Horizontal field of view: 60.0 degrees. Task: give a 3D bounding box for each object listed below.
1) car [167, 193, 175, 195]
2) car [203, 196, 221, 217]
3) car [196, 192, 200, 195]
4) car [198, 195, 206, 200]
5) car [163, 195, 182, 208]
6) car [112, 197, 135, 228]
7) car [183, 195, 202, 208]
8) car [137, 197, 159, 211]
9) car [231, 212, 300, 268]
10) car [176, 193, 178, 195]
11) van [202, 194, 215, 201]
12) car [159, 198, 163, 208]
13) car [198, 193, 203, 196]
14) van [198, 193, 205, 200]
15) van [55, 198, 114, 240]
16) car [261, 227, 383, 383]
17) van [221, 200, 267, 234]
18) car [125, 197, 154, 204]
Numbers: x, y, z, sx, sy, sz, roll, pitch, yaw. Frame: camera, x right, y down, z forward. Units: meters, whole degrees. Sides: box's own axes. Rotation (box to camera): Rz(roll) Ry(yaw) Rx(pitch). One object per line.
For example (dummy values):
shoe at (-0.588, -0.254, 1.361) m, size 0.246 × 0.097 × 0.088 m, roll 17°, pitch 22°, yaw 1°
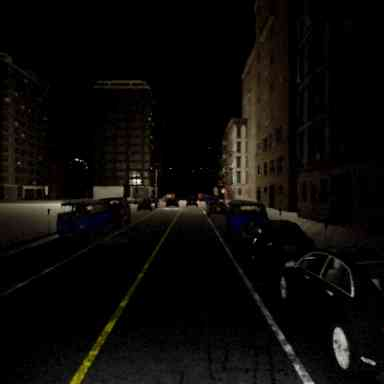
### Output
car at (-5.404, 1.389, 71.983) m, size 1.967 × 1.590 × 4.097 m, roll 0°, pitch 0°, yaw 0°
car at (2.218, 1.440, 30.693) m, size 1.801 × 1.575 × 5.366 m, roll 0°, pitch 0°, yaw 0°
car at (2.620, 1.259, 77.394) m, size 2.192 × 1.841 × 5.009 m, roll 0°, pitch 0°, yaw 0°
car at (2.618, 1.479, 88.214) m, size 1.887 × 1.381 × 4.507 m, roll 0°, pitch 0°, yaw 0°
car at (-2.785, 1.517, 48.095) m, size 2.033 × 1.411 × 5.357 m, roll 0°, pitch 0°, yaw 0°
car at (-5.393, 1.303, 22.383) m, size 2.192 × 1.841 × 5.009 m, roll 0°, pitch 0°, yaw 0°
car at (-0.011, 1.517, 48.777) m, size 2.033 × 1.411 × 5.357 m, roll 0°, pitch 0°, yaw 0°
car at (-5.397, 1.528, 39.423) m, size 2.008 × 1.369 × 4.403 m, roll 0°, pitch 0°, yaw 0°
car at (2.635, 1.560, 11.025) m, size 1.947 × 1.339 × 4.313 m, roll 0°, pitch 0°, yaw 0°
car at (-5.406, 1.254, 82.802) m, size 2.192 × 1.841 × 5.009 m, roll 0°, pitch 0°, yaw 0°
van at (2.627, 1.314, 45.105) m, size 1.690 × 1.788 × 3.998 m, roll 0°, pitch 0°, yaw 0°
car at (-5.398, 1.412, 45.103) m, size 1.967 × 1.590 × 4.097 m, roll 0°, pitch 0°, yaw 0°
car at (2.621, 1.494, 71.985) m, size 1.887 × 1.381 × 4.507 m, roll 0°, pitch 0°, yaw 0°
van at (2.617, 1.269, 93.623) m, size 1.690 × 1.788 × 3.998 m, roll 0°, pitch 0°, yaw 0°
van at (-5.392, 1.332, 16.703) m, size 1.690 × 1.788 × 3.998 m, roll 0°, pitch 0°, yaw 0°
car at (2.636, 1.548, 5.345) m, size 2.008 × 1.369 × 4.403 m, roll 0°, pitch 0°, yaw 0°
van at (2.633, 1.332, 16.705) m, size 1.690 × 1.788 × 3.998 m, roll 0°, pitch 0°, yaw 0°
car at (-9.461, 1.518, 60.087) m, size 4.718 × 1.301 × 1.895 m, roll 0°, pitch 0°, yaw 8°
